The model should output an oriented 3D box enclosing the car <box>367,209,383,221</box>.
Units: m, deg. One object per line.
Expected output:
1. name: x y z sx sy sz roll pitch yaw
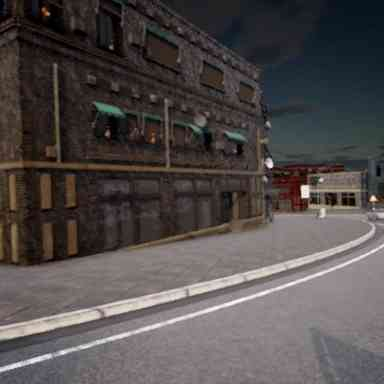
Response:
1. car: 20.182 2.427 35.351 1.895 1.301 4.718 -1 -3 14
